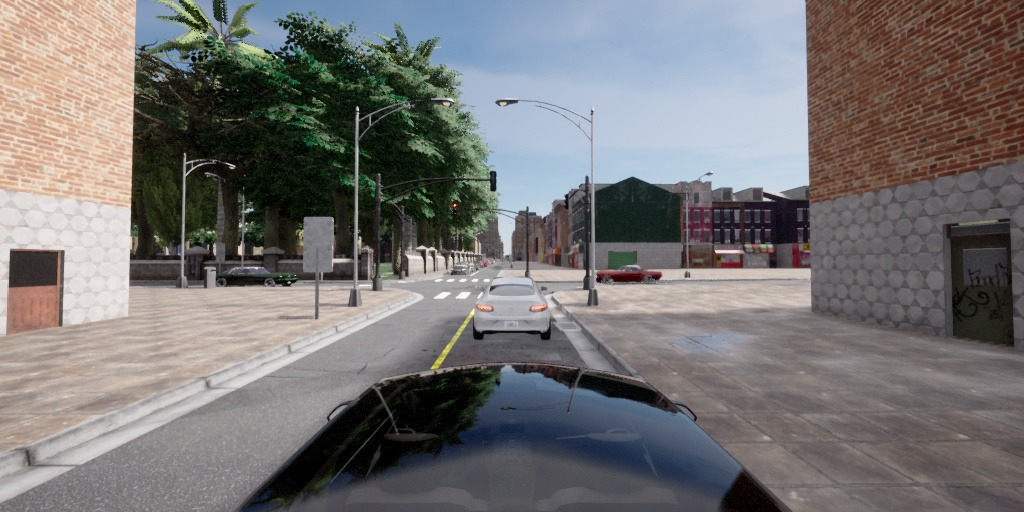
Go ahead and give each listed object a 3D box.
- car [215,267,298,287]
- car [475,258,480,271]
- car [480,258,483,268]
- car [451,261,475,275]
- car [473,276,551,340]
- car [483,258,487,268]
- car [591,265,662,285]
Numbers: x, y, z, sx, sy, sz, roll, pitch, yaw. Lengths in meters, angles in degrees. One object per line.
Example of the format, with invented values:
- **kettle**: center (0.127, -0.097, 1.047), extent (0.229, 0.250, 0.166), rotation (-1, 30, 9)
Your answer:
- **car**: center (-16.158, 1.341, 22.474), extent (4.718, 1.301, 1.895), rotation (0, -1, 0)
- **car**: center (-5.611, 1.344, 46.053), extent (2.007, 1.370, 4.403), rotation (0, 0, -1)
- **car**: center (-5.662, 1.370, 51.503), extent (1.948, 1.339, 4.313), rotation (0, 0, -1)
- **car**: center (-5.572, 1.332, 38.917), extent (2.007, 1.370, 4.403), rotation (0, 0, -1)
- **car**: center (0.017, 1.279, 9.894), extent (1.812, 1.442, 4.674), rotation (0, 0, 1)
- **car**: center (-5.763, 1.416, 62.402), extent (1.802, 1.307, 4.207), rotation (0, 0, -1)
- **car**: center (7.960, 1.328, 25.439), extent (4.718, 1.301, 1.895), rotation (0, -1, -4)
